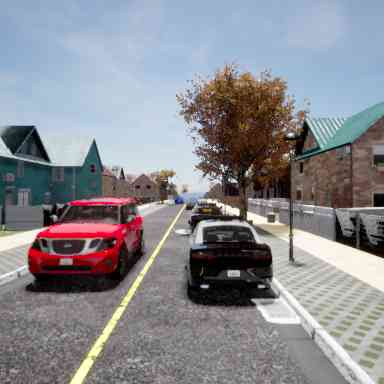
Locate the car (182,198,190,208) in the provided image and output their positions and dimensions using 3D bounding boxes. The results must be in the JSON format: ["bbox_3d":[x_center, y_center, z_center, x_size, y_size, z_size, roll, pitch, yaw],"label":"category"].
[{"bbox_3d":[0.113,1.642,45.053,2.033,1.411,5.357,0,0,1],"label":"car"}]

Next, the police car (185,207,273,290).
[{"bbox_3d":[0.843,1.429,9.250,1.930,1.638,5.238,0,0,0],"label":"police car"}]

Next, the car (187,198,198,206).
[{"bbox_3d":[0.118,1.758,62.058,1.994,1.385,4.181,0,0,0],"label":"car"}]

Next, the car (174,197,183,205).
[{"bbox_3d":[-2.623,1.701,67.096,1.882,1.535,5.008,0,0,0],"label":"car"}]

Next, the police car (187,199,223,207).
[{"bbox_3d":[0.861,1.436,19.251,1.930,1.638,5.238,0,0,0],"label":"police car"}]

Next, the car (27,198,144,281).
[{"bbox_3d":[-2.830,1.226,10.258,2.150,2.045,5.566,0,0,0],"label":"car"}]
